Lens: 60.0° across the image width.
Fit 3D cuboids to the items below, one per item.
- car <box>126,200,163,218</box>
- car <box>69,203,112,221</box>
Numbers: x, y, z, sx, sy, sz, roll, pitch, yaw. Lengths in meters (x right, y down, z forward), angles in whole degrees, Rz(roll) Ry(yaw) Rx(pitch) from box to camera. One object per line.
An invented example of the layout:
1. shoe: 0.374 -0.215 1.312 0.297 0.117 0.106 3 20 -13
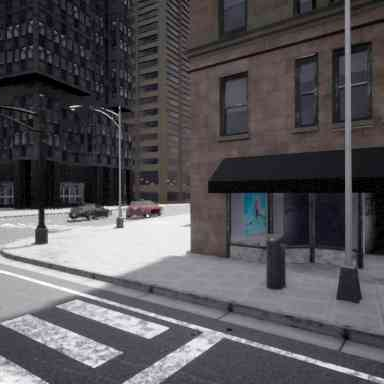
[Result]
1. car: -4.576 1.619 32.933 2.097 1.767 4.553 0 -1 19
2. car: -9.078 1.757 29.900 1.812 1.442 4.674 0 -1 18
